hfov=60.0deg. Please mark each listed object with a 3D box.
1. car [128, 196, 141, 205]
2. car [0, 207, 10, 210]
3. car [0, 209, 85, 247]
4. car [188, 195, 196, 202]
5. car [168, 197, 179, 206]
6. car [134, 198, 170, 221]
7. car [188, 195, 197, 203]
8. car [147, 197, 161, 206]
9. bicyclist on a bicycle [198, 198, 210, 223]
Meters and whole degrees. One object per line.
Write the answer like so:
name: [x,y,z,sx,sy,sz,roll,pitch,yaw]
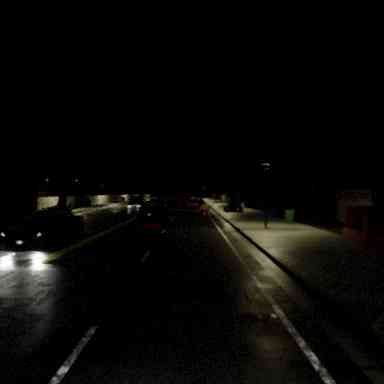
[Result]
car: [-9.756,1.509,57.472,1.837,1.490,4.892,0,0,1]
car: [-9.840,1.505,15.811,1.837,1.490,4.892,0,0,0]
car: [-6.591,1.547,15.366,2.033,1.411,5.357,0,0,0]
car: [0.047,1.544,80.850,1.812,1.442,4.674,0,0,0]
car: [-3.119,1.482,53.726,1.882,1.535,5.008,0,0,0]
car: [-3.133,1.479,26.897,1.882,1.535,5.008,0,0,0]
car: [0.048,1.512,69.398,2.128,1.511,4.902,0,0,0]
car: [-6.505,1.606,57.096,1.895,1.301,4.718,0,0,1]
bicyclist on a bicycle: [0.911,1.437,24.533,0.866,1.612,1.509,0,1,0]
